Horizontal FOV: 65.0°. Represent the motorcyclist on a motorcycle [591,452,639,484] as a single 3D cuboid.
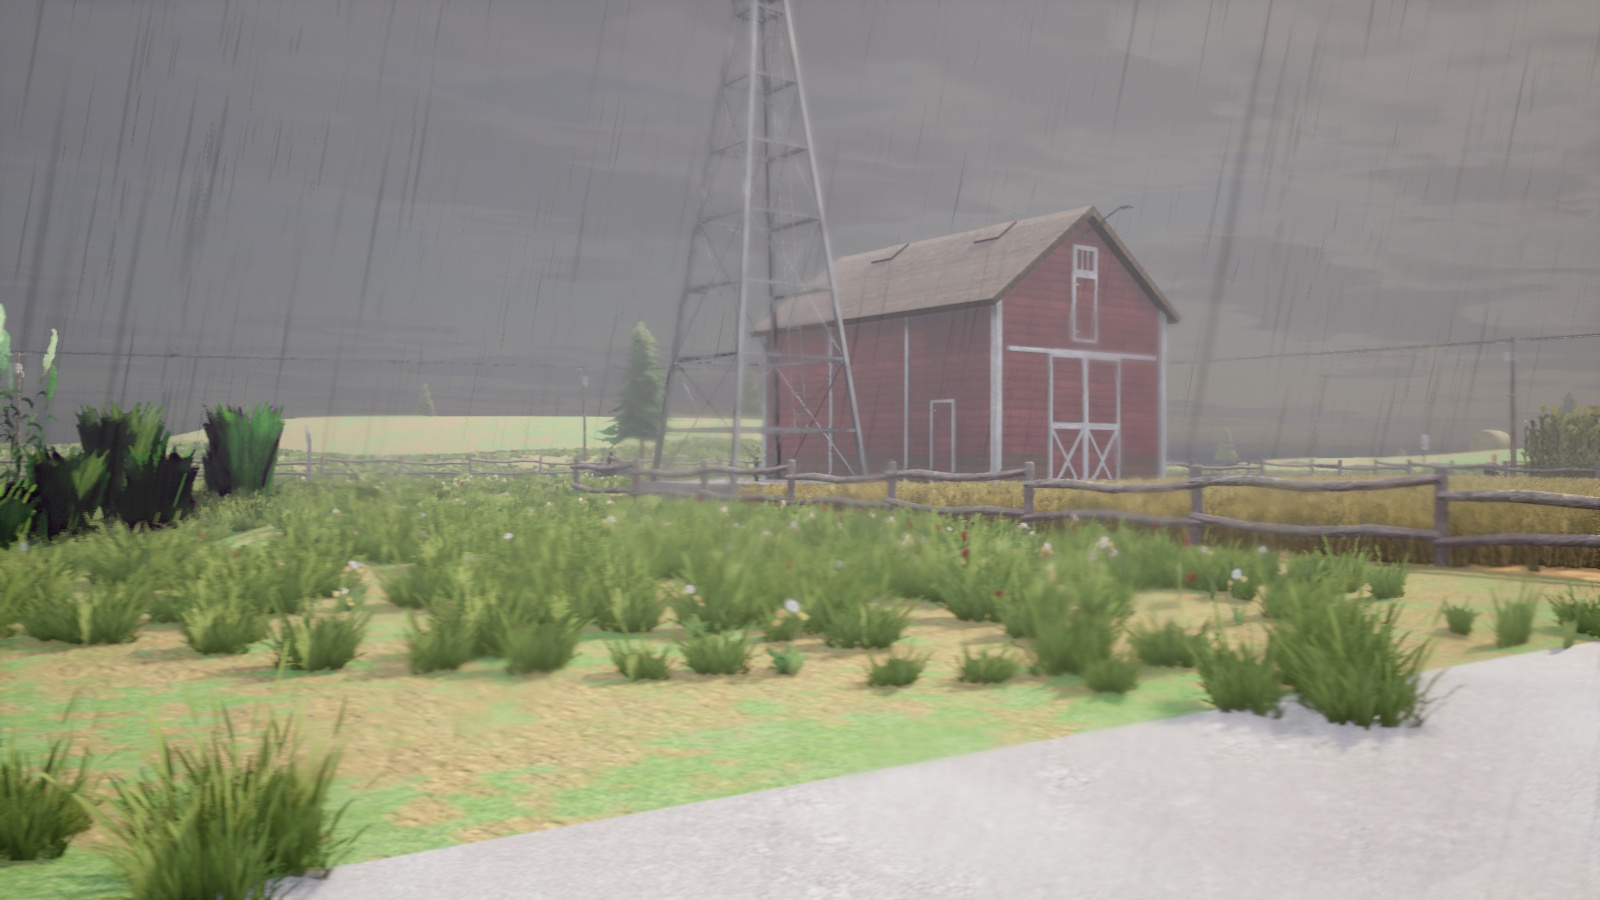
[{"bbox_3d":[-9.628,0.926,65.534,2.350,1.649,0.766,0,0,-29],"label":"motorcyclist on a motorcycle"}]
